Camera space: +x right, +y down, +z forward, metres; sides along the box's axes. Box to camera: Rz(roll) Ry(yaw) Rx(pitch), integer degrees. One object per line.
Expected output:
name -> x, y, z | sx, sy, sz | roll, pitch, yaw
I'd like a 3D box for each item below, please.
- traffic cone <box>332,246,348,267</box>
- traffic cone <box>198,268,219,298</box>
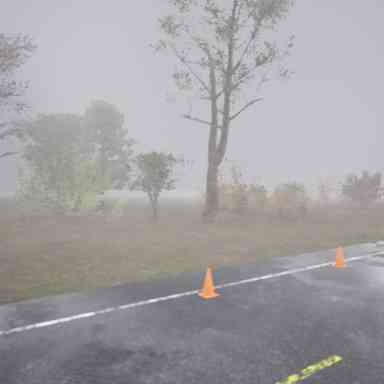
traffic cone -> 4.493, 1.951, 10.112 | 0.340, 0.580, 0.340 | 0, 0, -35
traffic cone -> 0.366, 1.950, 7.244 | 0.340, 0.580, 0.340 | 0, 0, -35
